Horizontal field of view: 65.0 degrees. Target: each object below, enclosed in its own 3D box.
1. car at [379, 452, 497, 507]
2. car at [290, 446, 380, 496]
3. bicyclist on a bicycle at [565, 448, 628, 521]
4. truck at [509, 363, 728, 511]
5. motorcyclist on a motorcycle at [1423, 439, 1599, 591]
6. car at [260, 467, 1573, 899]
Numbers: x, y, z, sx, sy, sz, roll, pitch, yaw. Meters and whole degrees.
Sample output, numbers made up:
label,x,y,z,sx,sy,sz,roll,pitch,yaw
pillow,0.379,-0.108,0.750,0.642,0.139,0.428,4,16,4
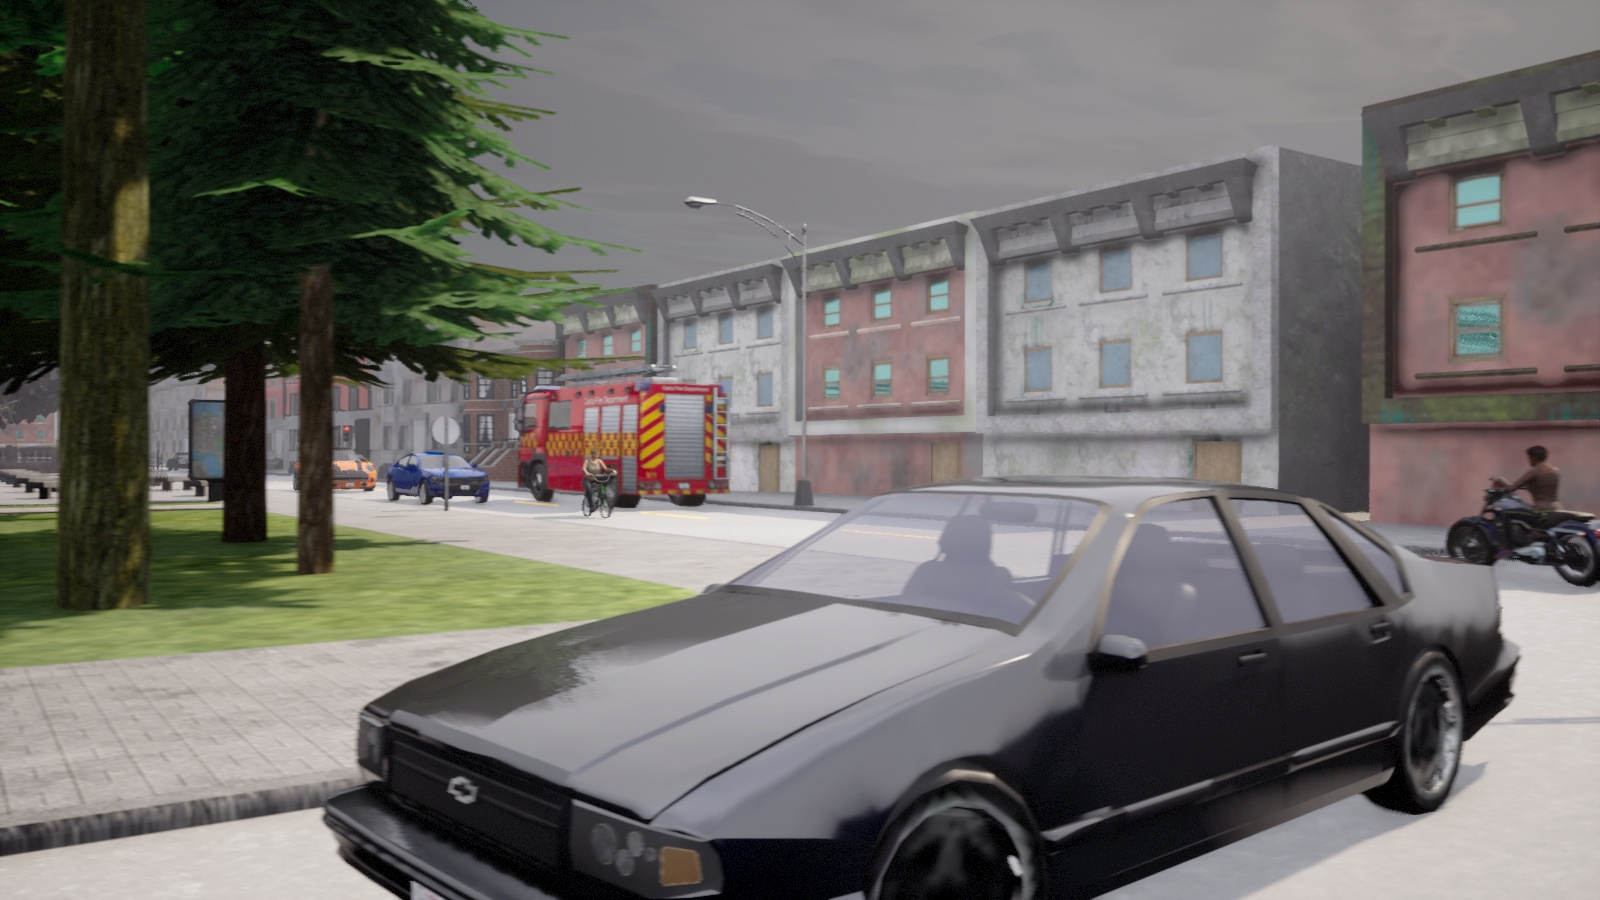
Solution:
label,x,y,z,sx,sy,sz,roll,pitch,yaw
car,-10.895,0.838,37.559,1.882,1.535,5.008,0,0,-34
car,-17.538,0.757,47.223,2.097,1.767,4.553,0,0,-35
bicyclist on a bicycle,-4.619,0.761,28.443,0.866,1.612,1.509,0,0,-34
truck,-5.559,-0.317,36.855,2.891,3.827,8.468,0,0,-35
motorcyclist on a motorcycle,8.621,0.716,15.010,0.766,1.649,2.350,-1,0,-13
car,0.991,0.803,4.944,5.357,1.411,2.033,0,0,-42
